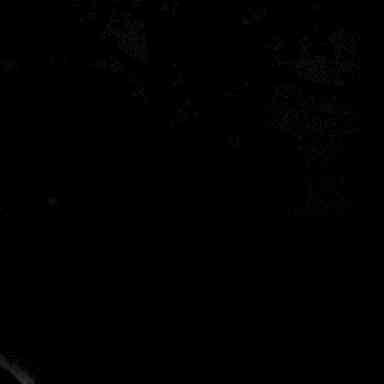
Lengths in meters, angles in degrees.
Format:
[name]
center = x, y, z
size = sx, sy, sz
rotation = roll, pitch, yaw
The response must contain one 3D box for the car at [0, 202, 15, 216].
[car]
center = -18.352, 1.604, 31.911
size = 1.895, 1.301, 4.718
rotation = 0, 0, -14
